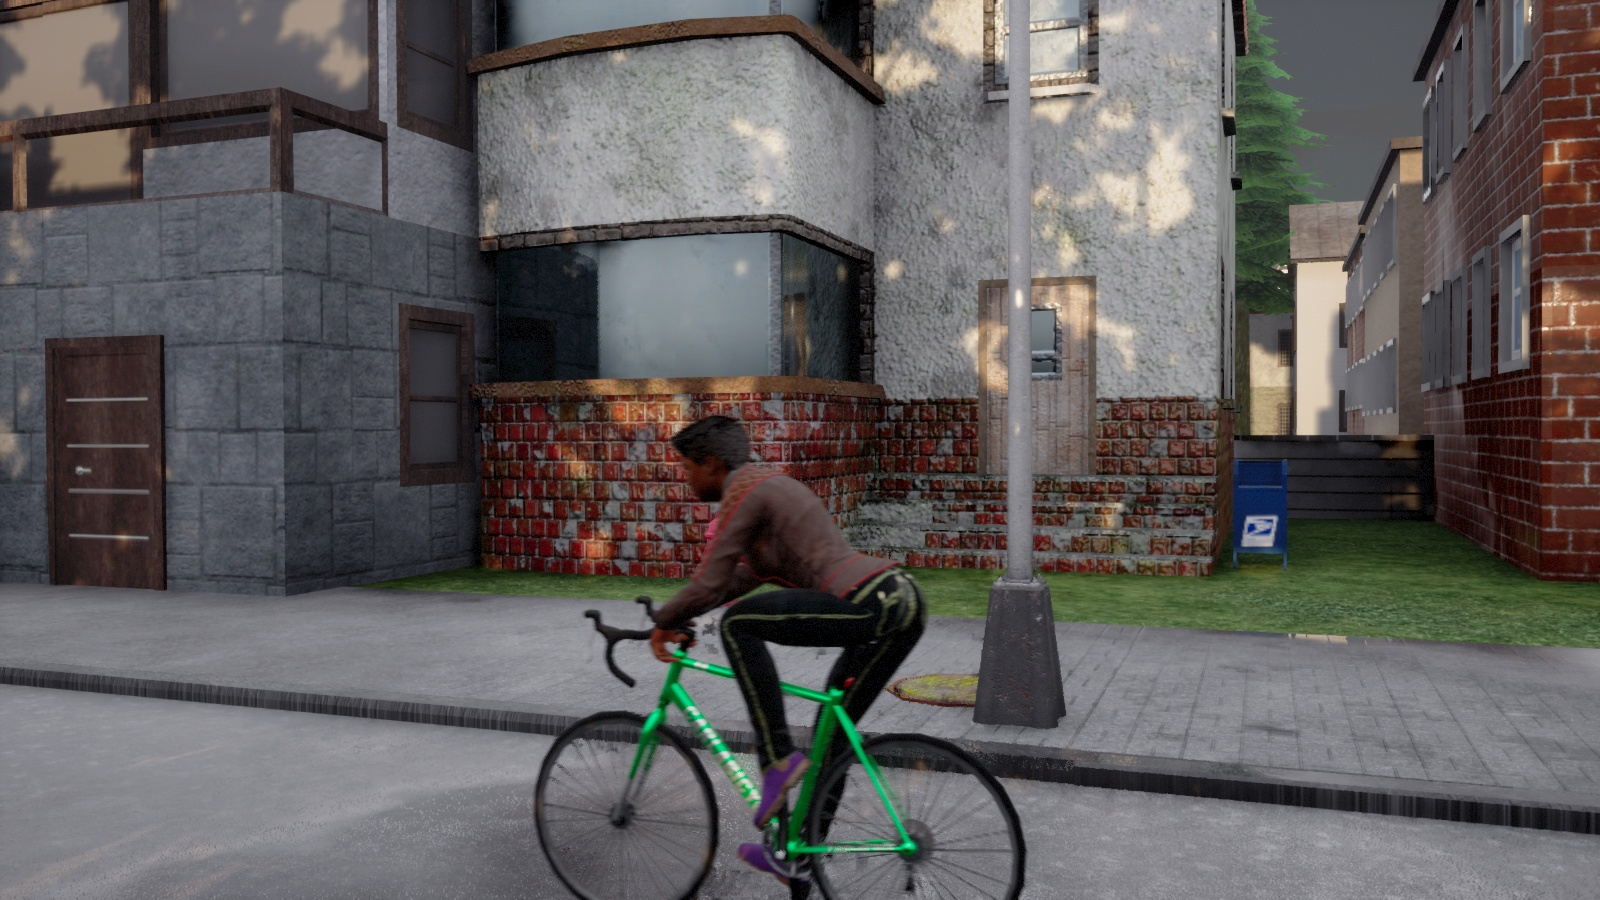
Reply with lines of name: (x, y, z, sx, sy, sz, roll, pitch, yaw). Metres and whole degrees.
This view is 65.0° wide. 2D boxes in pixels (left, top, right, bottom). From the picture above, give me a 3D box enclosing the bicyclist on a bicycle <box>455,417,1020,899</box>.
bicyclist on a bicycle: (-0.196, 0.716, 3.909, 1.656, 1.620, 0.582, 0, 1, 20)
